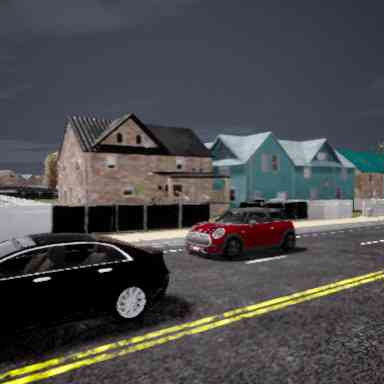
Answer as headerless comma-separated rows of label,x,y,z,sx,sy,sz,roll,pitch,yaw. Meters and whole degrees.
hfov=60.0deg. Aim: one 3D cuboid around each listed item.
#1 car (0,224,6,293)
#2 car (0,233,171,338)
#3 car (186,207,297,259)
car,-6.640,1.522,6.903,4.674,1.442,1.812,1,0,-35
car,-2.698,1.517,5.705,4.892,1.490,1.837,1,-1,-35
car,1.992,1.420,13.048,4.553,1.767,2.097,0,0,-35
